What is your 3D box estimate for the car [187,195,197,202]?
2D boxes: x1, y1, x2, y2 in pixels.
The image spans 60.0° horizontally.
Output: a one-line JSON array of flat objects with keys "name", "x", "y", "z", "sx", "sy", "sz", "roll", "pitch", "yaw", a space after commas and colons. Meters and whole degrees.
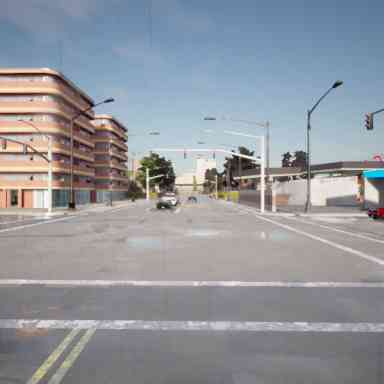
[{"name": "car", "x": 0.039, "y": 1.339, "z": 70.762, "sx": 1.812, "sy": 1.442, "sz": 4.674, "roll": 0, "pitch": 0, "yaw": 0}]

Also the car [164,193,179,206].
[{"name": "car", "x": -3.563, "y": 1.221, "z": 53.256, "sx": 2.150, "sy": 2.045, "sz": 5.566, "roll": 0, "pitch": 0, "yaw": 0}]

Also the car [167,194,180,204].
[{"name": "car", "x": -3.520, "y": 1.352, "z": 63.387, "sx": 2.097, "sy": 1.767, "sz": 4.553, "roll": 0, "pitch": 0, "yaw": 0}]

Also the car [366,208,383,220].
[{"name": "car", "x": 16.549, "y": 1.601, "z": 26.377, "sx": 4.718, "sy": 1.301, "sz": 1.895, "roll": 0, "pitch": 0, "yaw": 1}]

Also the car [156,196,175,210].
[{"name": "car", "x": -3.575, "y": 1.601, "z": 43.233, "sx": 1.895, "sy": 1.301, "sz": 4.718, "roll": 0, "pitch": 0, "yaw": 0}]
